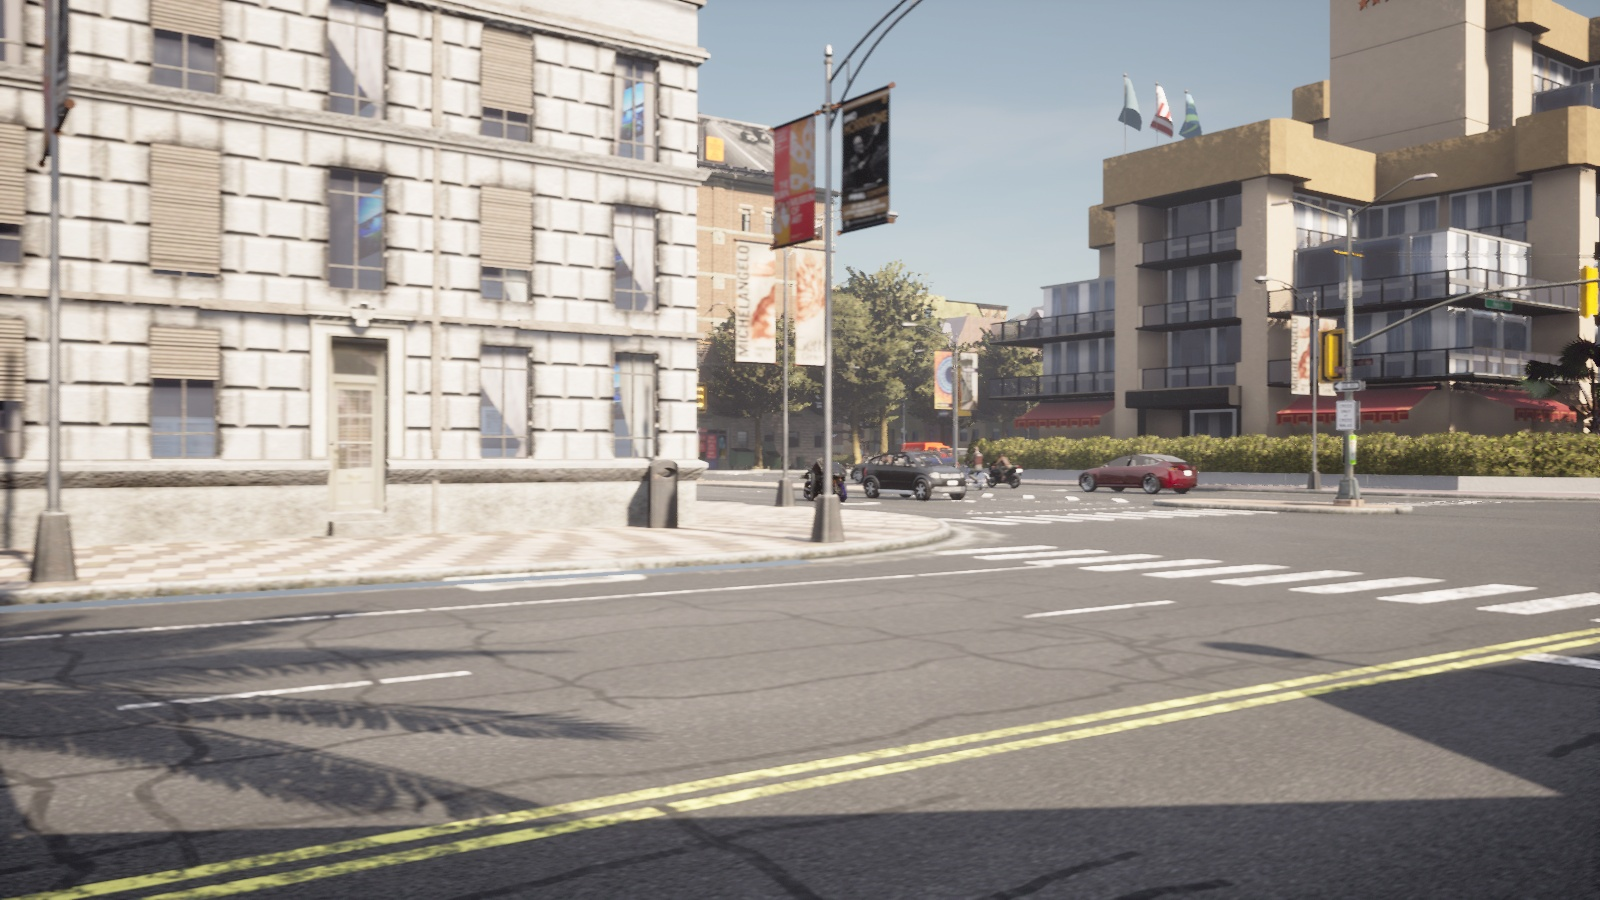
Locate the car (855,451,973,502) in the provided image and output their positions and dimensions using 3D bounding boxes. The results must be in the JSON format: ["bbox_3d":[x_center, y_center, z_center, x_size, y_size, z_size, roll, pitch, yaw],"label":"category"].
[{"bbox_3d":[3.635,0.815,40.483,1.789,1.549,3.705,0,0,-35],"label":"car"}]

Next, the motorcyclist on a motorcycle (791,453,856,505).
[{"bbox_3d":[0.717,0.873,38.548,0.866,1.530,2.191,0,0,-35],"label":"motorcyclist on a motorcycle"}]

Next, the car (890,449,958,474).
[{"bbox_3d":[8.889,0.805,89.806,4.553,1.767,2.097,0,0,-36],"label":"car"}]

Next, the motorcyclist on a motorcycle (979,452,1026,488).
[{"bbox_3d":[8.594,0.840,53.373,0.797,1.523,2.044,0,0,-35],"label":"motorcyclist on a motorcycle"}]

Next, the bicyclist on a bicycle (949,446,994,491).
[{"bbox_3d":[6.802,0.723,49.849,0.659,1.776,1.843,0,0,-35],"label":"bicyclist on a bicycle"}]

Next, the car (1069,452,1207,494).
[{"bbox_3d":[12.720,0.834,47.550,2.163,1.488,4.792,0,0,-35],"label":"car"}]

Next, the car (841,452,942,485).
[{"bbox_3d":[4.283,0.838,59.397,2.128,1.511,4.902,0,0,-35],"label":"car"}]
